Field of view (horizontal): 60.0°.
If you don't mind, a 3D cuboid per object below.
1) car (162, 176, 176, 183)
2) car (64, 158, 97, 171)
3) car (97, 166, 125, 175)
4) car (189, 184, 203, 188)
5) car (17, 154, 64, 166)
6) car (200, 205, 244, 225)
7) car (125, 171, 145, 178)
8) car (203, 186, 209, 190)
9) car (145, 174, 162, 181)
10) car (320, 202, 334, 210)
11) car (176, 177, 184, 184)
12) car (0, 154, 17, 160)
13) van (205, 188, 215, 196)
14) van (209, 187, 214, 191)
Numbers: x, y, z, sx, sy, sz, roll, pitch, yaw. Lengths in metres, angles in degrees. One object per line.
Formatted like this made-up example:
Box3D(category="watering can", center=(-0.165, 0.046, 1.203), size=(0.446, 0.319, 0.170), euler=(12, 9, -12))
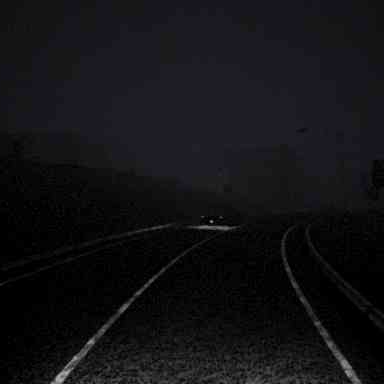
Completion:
Box3D(category="car", center=(-5.511, -2.141, 62.139), size=(2.185, 1.767, 4.553), euler=(-1, -3, 23))
Box3D(category="car", center=(-14.807, -3.196, 41.897), size=(2.185, 1.767, 4.553), euler=(-1, -3, 28))
Box3D(category="car", center=(-12.262, -2.779, 47.014), size=(2.163, 1.488, 4.792), euler=(-1, -3, 26))
Box3D(category="car", center=(0.294, -0.992, 77.706), size=(2.002, 1.452, 4.674), euler=(-1, -4, 19))
Box3D(category="car", center=(-17.379, -3.321, 37.008), size=(2.097, 1.535, 5.008), euler=(-1, -3, 29))
Box3D(category="car", center=(2.463, 1.670, 25.190), size=(2.033, 1.411, 5.357), euler=(-1, -1, 25))
Box3D(category="car", center=(-9.904, -2.514, 51.997), size=(2.002, 1.452, 4.674), euler=(-1, -3, 25))
Box3D(category="car", center=(2.016, -0.617, 82.961), size=(2.002, 1.452, 4.674), euler=(-1, -4, 18))
Box3D(category="car", center=(-7.693, -2.299, 56.943), size=(2.231, 1.521, 4.892), euler=(-1, -3, 24))
Box3D(category="car", center=(24.767, 2.545, 61.038), size=(1.812, 1.442, 4.674), euler=(-2, -2, 33))
Box3D(category="car", center=(-3.433, -1.959, 67.348), size=(2.435, 2.045, 5.566), euler=(-1, -3, 22))
Box3D(category="car", center=(-20.066, -3.530, 32.158), size=(2.002, 1.452, 4.674), euler=(-1, -3, 30))
Box3D(category="van", center=(5.207, -0.054, 93.694), size=(1.878, 1.987, 4.442), euler=(-1, -4, 16))
Box3D(category="van", center=(3.700, -0.475, 88.381), size=(1.878, 1.987, 4.442), euler=(-1, -4, 17))
